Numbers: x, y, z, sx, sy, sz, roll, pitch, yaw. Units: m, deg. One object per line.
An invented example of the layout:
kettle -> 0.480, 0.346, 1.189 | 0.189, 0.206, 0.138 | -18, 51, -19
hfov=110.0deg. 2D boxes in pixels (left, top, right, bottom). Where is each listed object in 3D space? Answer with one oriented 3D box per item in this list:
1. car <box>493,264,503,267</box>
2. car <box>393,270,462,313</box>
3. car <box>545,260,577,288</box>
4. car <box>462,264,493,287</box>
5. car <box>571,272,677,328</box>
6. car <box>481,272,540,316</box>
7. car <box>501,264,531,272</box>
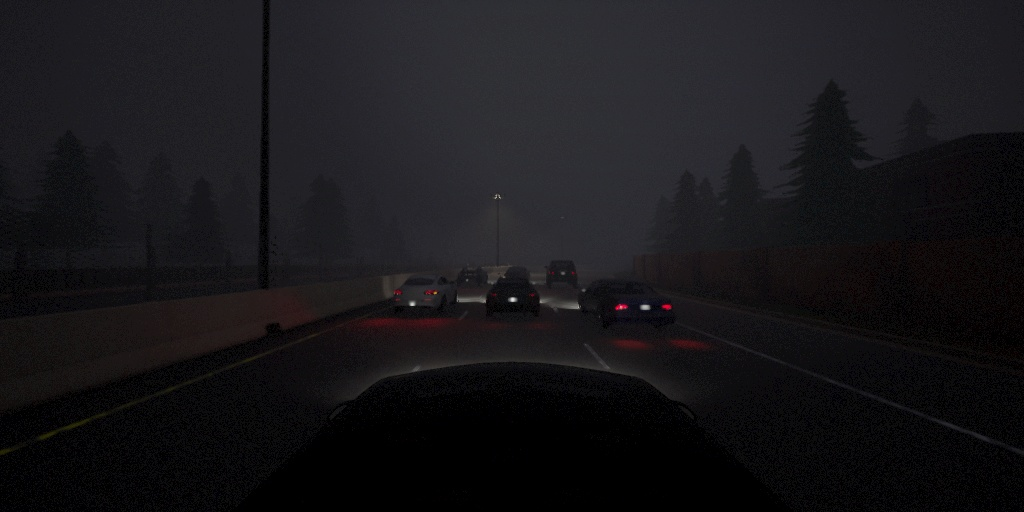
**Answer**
car -> -1.631, 2.112, 63.773 | 2.128, 1.511, 4.902 | 0, -1, 24
car -> -3.454, 1.459, 14.806 | 1.812, 1.442, 4.674 | 0, -1, 0
car -> 3.777, 1.337, 27.686 | 2.150, 2.045, 5.566 | 0, -1, 5
car -> -3.111, 1.624, 28.972 | 2.128, 1.511, 4.902 | 0, -1, 5
car -> 3.524, 1.441, 11.986 | 2.033, 1.411, 5.357 | 0, -1, 0
car -> 0.044, 1.491, 14.280 | 1.994, 1.385, 4.181 | 0, -1, 0
car -> 0.499, 1.625, 30.076 | 1.882, 1.535, 5.008 | 0, 0, 5
